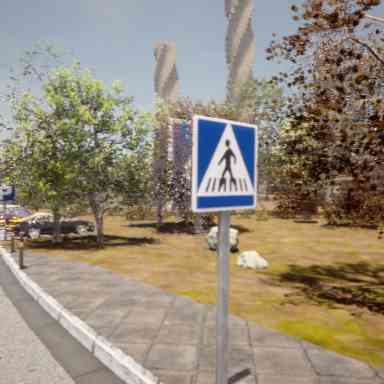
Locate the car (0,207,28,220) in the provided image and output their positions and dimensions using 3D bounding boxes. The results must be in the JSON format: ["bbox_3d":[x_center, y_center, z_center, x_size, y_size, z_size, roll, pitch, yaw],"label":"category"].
[{"bbox_3d":[-27.119,3.137,49.625,4.553,1.767,2.185,-1,-1,-33],"label":"car"}]

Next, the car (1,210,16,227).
[{"bbox_3d":[-13.446,2.526,28.792,4.792,1.488,2.163,-1,-2,-33],"label":"car"}]

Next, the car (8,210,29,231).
[{"bbox_3d":[-10.470,2.288,24.168,5.008,1.535,2.097,-1,-2,-33],"label":"car"}]

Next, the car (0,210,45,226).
[{"bbox_3d":[-19.495,2.909,38.002,4.674,1.452,2.002,-1,-1,-33],"label":"car"}]

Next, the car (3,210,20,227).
[{"bbox_3d":[-11.964,2.394,26.478,4.892,1.521,2.231,-1,-2,-33],"label":"car"}]

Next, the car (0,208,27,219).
[{"bbox_3d":[-28.531,3.326,51.837,4.892,1.521,2.231,-1,-1,-33],"label":"car"}]

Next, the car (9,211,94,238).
[{"bbox_3d":[-8.967,2.182,21.861,4.892,1.521,2.231,-1,-2,-33],"label":"car"}]

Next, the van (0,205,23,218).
[{"bbox_3d":[-30.135,3.162,54.088,4.442,1.987,1.878,-1,-1,-33],"label":"van"}]

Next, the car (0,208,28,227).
[{"bbox_3d":[-15.134,2.593,30.985,5.366,1.575,1.946,-1,-2,-33],"label":"car"}]

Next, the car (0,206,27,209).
[{"bbox_3d":[-18.014,2.658,35.678,4.553,1.767,2.185,-1,-1,-33],"label":"car"}]
